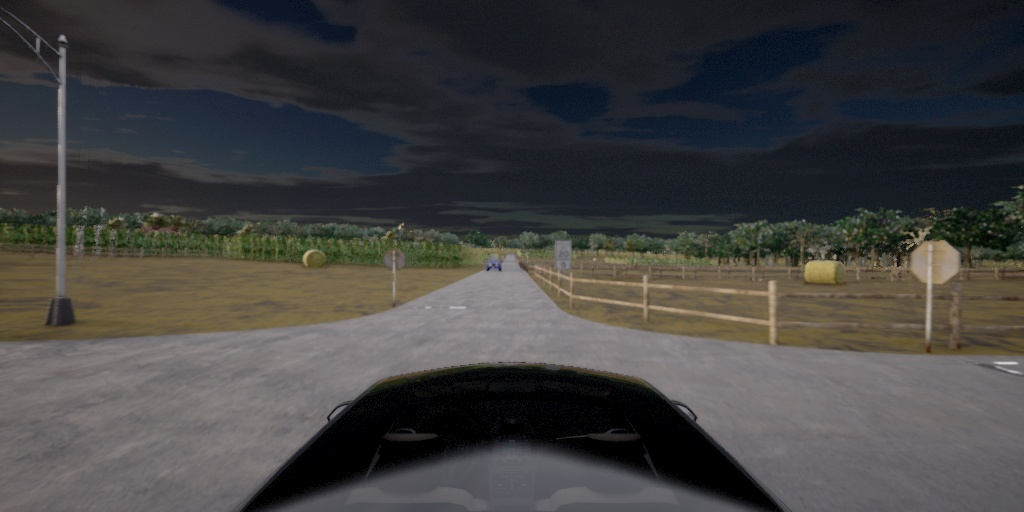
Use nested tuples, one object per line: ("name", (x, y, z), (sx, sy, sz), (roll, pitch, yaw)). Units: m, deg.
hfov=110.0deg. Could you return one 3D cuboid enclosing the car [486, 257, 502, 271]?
("car", (-2.694, 1.247, 54.589), (2.150, 2.045, 5.566), (0, 0, 0))
